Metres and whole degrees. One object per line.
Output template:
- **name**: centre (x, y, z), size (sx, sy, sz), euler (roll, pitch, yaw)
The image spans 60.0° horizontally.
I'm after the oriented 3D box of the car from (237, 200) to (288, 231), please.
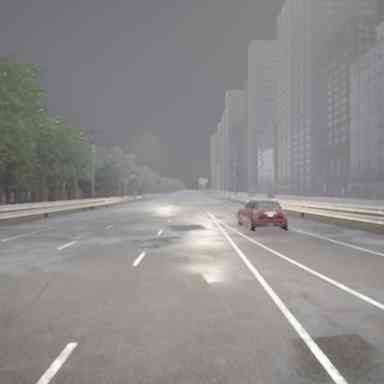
- **car**: centre (4.136, 1.280, 20.240), size (2.097, 1.767, 4.553), euler (0, 0, -4)
